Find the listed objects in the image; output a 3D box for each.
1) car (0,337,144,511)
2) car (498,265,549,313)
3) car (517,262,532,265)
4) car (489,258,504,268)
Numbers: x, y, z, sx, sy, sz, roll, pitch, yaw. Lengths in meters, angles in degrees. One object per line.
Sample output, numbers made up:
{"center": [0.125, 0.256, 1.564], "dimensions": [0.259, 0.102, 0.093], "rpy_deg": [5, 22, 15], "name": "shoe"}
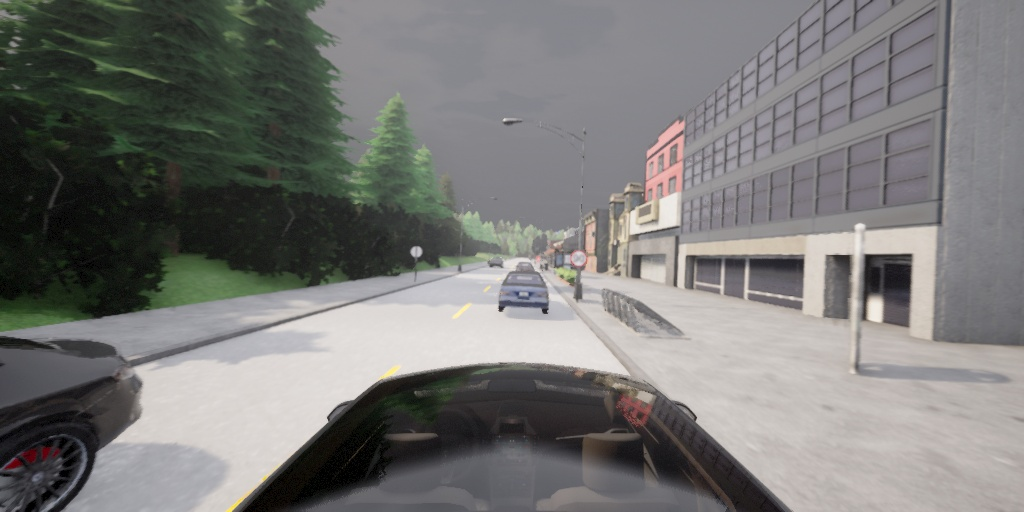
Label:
{"center": [-4.140, 1.110, 1.195], "dimensions": [1.812, 1.442, 4.674], "rpy_deg": [2, 0, 1], "name": "car"}
{"center": [0.456, 1.287, 14.179], "dimensions": [2.033, 1.411, 5.357], "rpy_deg": [2, 0, 2], "name": "car"}
{"center": [1.237, 1.271, 35.178], "dimensions": [2.033, 1.411, 5.357], "rpy_deg": [2, 0, 2], "name": "car"}
{"center": [-2.262, 1.049, 52.814], "dimensions": [1.837, 1.490, 4.892], "rpy_deg": [2, 0, 3], "name": "car"}
